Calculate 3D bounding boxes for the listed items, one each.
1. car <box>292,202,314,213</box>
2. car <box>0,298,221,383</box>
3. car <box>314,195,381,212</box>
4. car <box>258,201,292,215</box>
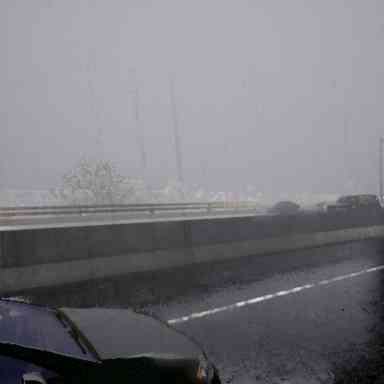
[{"bbox_3d":[11.449,1.552,28.842,5.357,1.411,2.033,0,0,-34],"label":"car"},{"bbox_3d":[-1.770,1.564,2.476,4.181,1.385,1.994,0,0,-35],"label":"car"},{"bbox_3d":[11.981,1.226,24.968,5.566,2.045,2.150,0,0,-34],"label":"car"},{"bbox_3d":[8.205,1.529,30.865,4.674,1.442,1.812,0,0,-34],"label":"car"}]
